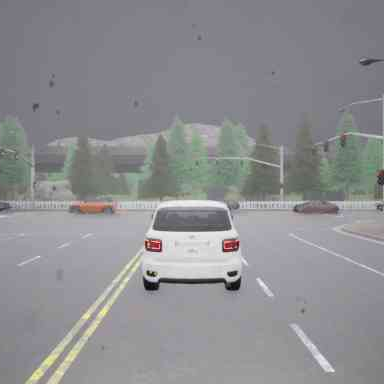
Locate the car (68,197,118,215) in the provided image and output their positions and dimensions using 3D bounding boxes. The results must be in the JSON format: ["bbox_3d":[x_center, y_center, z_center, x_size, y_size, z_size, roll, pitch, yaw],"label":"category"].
[{"bbox_3d":[-9.675,1.305,32.559,4.553,1.767,2.097,0,0,0],"label":"car"}]

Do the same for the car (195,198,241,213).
[{"bbox_3d":[2.742,1.440,36.129,4.902,1.511,2.128,0,0,0],"label":"car"}]

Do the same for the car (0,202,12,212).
[{"bbox_3d":[-22.549,1.491,35.990,5.357,1.411,2.033,0,0,0],"label":"car"}]

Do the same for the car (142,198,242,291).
[{"bbox_3d":[0.006,1.221,9.168,2.150,2.045,5.566,0,0,0],"label":"car"}]

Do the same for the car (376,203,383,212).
[{"bbox_3d":[22.454,1.508,36.203,4.181,1.385,1.994,0,0,0],"label":"car"}]

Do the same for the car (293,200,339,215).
[{"bbox_3d":[12.150,1.508,32.679,4.181,1.385,1.994,0,0,0],"label":"car"}]
